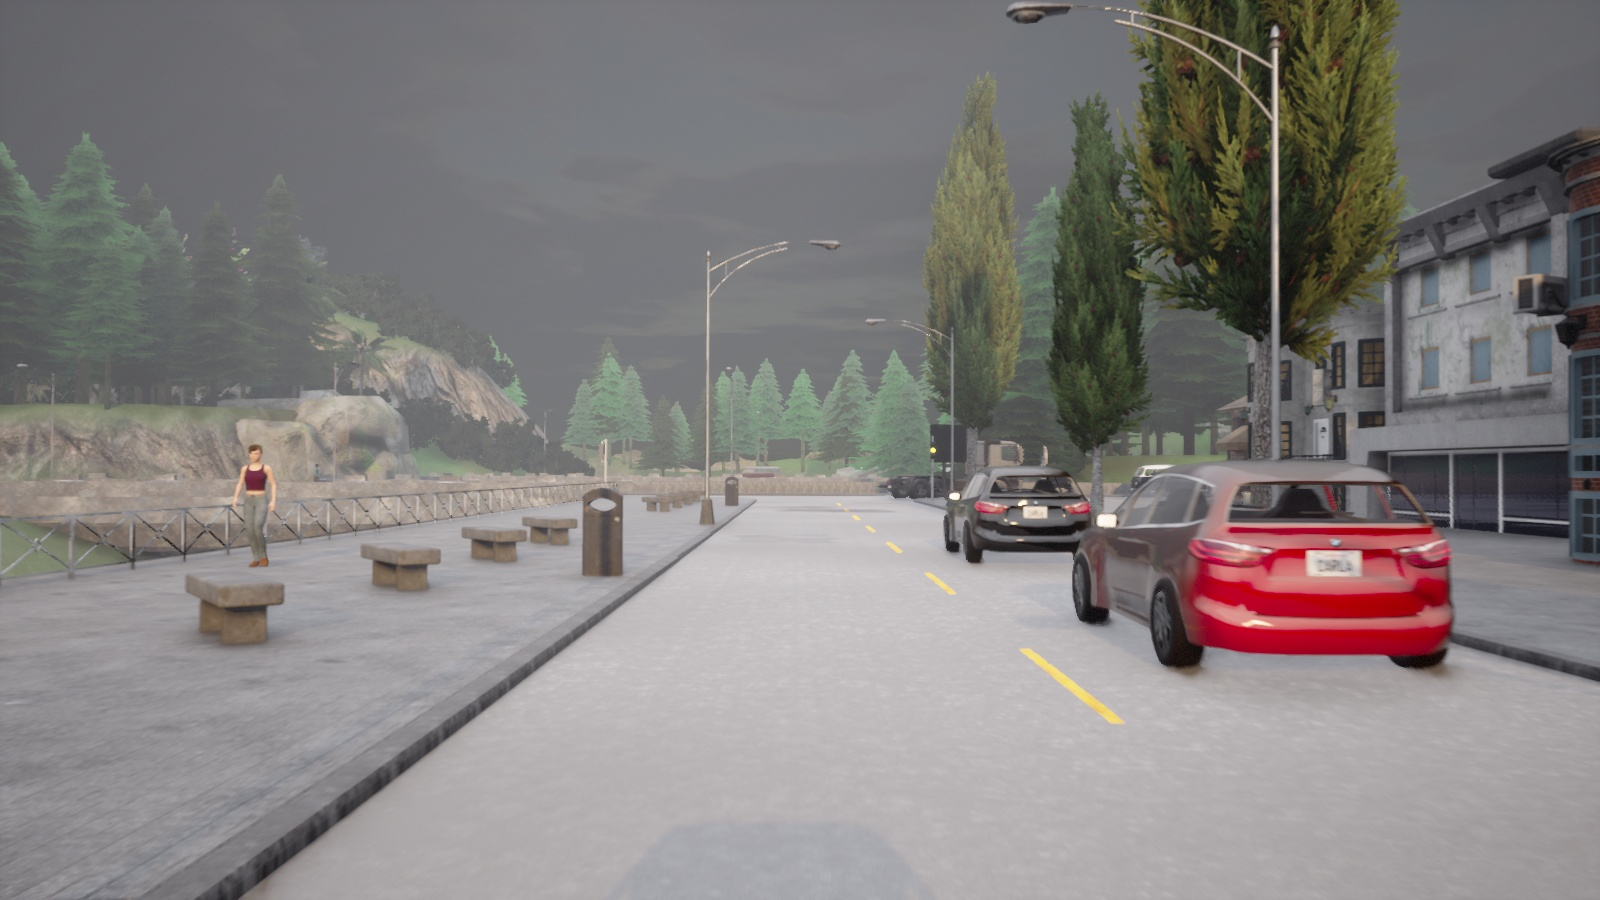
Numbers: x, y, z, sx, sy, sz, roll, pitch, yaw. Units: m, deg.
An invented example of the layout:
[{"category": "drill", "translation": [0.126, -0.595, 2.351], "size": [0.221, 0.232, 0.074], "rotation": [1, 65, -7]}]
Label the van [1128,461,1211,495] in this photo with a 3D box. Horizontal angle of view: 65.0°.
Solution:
[{"category": "van", "translation": [22.654, 1.739, 77.174], "size": [4.480, 2.038, 2.069], "rotation": [0, -1, 0]}]

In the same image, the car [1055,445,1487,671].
[{"category": "car", "translation": [3.968, 0.838, 11.641], "size": [2.242, 1.667, 4.611], "rotation": [0, -1, 0]}]

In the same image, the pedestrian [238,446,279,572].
[{"category": "pedestrian", "translation": [-8.019, 0.868, 18.599], "size": [0.345, 1.836, 0.594], "rotation": [0, -1, 0]}]

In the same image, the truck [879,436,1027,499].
[{"category": "truck", "translation": [8.724, 0.996, 71.632], "size": [7.936, 3.462, 2.891], "rotation": [0, -1, -23]}]

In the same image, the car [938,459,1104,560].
[{"category": "car", "translation": [3.938, 1.033, 23.266], "size": [2.242, 1.667, 4.611], "rotation": [0, -1, 0]}]
